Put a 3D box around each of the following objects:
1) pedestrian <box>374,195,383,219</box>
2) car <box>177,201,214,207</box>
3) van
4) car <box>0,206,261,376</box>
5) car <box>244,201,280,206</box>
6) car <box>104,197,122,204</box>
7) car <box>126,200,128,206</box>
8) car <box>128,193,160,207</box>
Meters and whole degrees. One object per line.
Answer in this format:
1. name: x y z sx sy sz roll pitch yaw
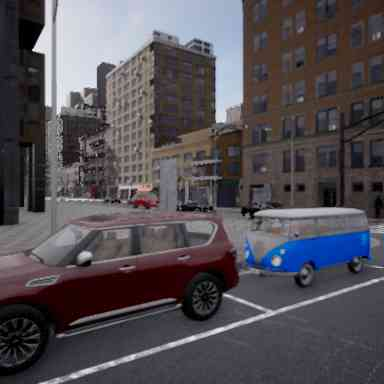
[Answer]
1. pedestrian: 13.934 1.102 24.919 0.375 1.860 0.375 0 0 -35
2. car: 0.338 1.565 33.642 1.895 1.301 4.718 0 0 -35
3. van: 3.191 1.341 9.039 3.998 1.788 1.690 0 0 -35
4. car: -1.403 1.316 5.764 5.009 1.841 2.192 0 0 -35
5. car: 5.963 1.441 25.483 1.882 1.535 5.008 0 0 -34
6. car: -14.526 1.522 60.636 1.895 1.301 4.718 0 0 -35
7. car: -8.684 1.440 52.264 2.128 1.511 4.902 0 0 -34
8. car: -5.625 1.185 42.300 2.150 2.045 5.566 0 0 -35
